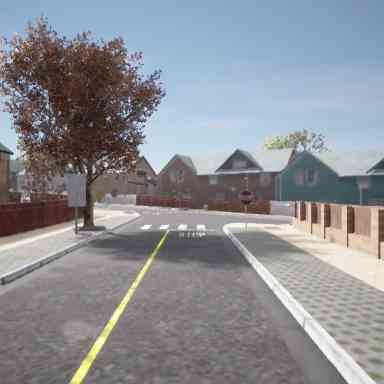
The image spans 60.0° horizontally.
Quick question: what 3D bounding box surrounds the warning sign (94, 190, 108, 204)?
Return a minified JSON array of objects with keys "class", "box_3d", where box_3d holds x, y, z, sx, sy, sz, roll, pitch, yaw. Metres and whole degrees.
[{"class":"warning sign","box_3d":[-12.302,0.698,45.017,1.060,1.860,1.300,-1,1,32]}]
